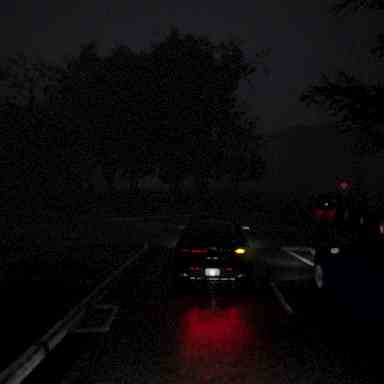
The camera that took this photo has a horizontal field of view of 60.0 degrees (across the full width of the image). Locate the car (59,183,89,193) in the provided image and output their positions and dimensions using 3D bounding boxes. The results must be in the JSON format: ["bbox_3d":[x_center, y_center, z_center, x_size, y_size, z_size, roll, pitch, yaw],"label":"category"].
[{"bbox_3d":[-19.145,-0.609,54.373,4.892,1.490,1.837,-2,2,-26],"label":"car"}]

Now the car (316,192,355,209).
[{"bbox_3d":[13.024,0.684,29.992,1.895,1.301,4.718,3,4,43],"label":"car"}]

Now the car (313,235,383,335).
[{"bbox_3d":[3.629,1.449,5.636,1.882,1.535,5.008,0,1,2],"label":"car"}]

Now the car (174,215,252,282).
[{"bbox_3d":[0.620,1.408,9.535,1.837,1.490,4.892,0,1,4],"label":"car"}]

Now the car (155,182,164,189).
[{"bbox_3d":[-7.842,-1.678,80.828,2.097,1.767,4.553,0,1,-5],"label":"car"}]

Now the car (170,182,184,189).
[{"bbox_3d":[-2.923,-1.317,70.790,1.837,1.490,4.892,-1,2,-10],"label":"car"}]
